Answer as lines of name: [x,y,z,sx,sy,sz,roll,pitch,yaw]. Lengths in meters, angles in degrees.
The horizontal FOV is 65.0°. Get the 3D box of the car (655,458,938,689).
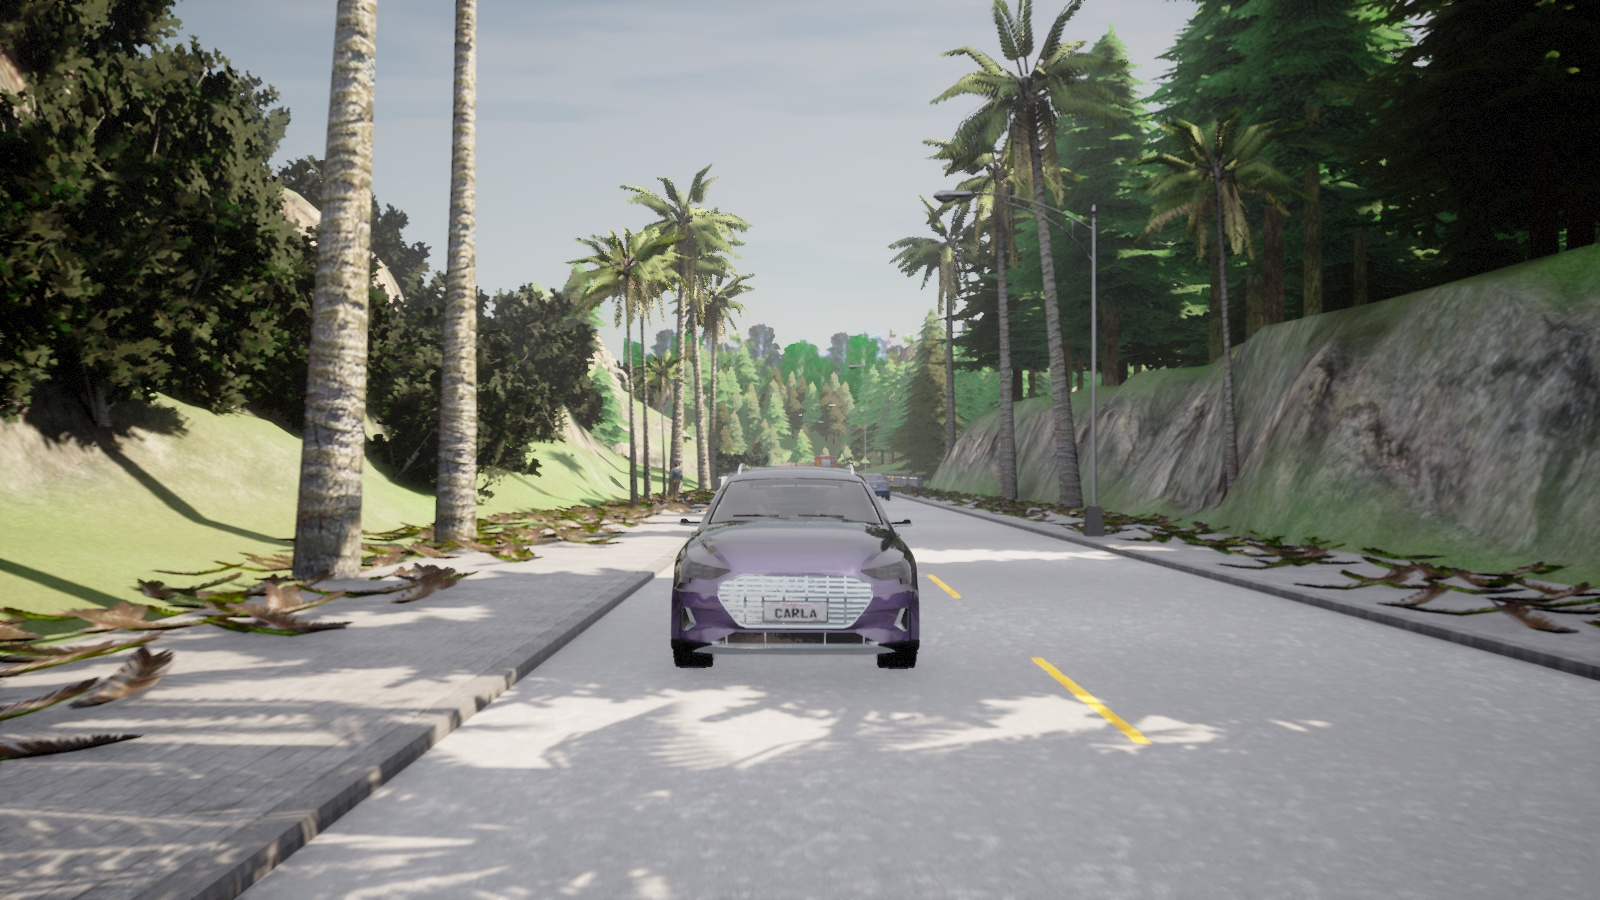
car: [-0.031,0.925,11.458,2.033,1.649,4.856,0,-1,0]

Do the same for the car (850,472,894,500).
car: [3.781,1.901,66.780,2.033,1.411,5.357,0,-1,0]

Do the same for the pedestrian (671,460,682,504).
pedestrian: [-5.595,1.433,56.765,0.423,1.949,0.788,0,-1,0]
